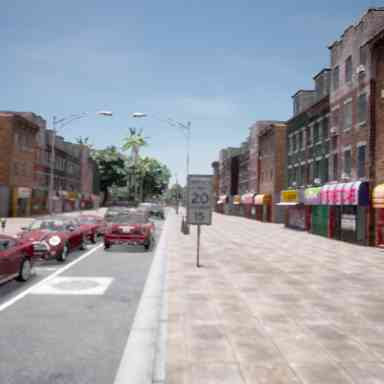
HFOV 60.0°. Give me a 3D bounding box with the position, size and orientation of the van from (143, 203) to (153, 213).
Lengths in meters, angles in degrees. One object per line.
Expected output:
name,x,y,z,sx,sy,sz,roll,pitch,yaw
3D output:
van,-8.922,3.191,67.530,1.690,1.788,3.998,2,-2,-4

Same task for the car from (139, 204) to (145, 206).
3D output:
car,-7.907,2.937,51.168,1.802,1.307,4.206,2,-2,-4

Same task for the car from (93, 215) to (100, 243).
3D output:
car,-5.862,1.952,18.464,1.887,1.381,4.507,2,-2,-4

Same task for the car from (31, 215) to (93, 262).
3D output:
car,-5.518,1.692,13.015,1.967,1.590,4.097,2,-2,-4

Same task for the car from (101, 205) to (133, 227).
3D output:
car,-6.703,2.090,30.220,2.097,1.767,4.553,2,-2,-4

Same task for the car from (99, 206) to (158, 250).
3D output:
car,-3.048,1.794,16.970,2.097,1.767,4.553,2,-2,-3

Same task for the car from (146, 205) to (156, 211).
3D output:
car,-9.609,3.731,78.425,2.008,1.369,4.403,2,-2,-4

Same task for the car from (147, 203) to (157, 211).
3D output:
car,-9.944,3.663,83.883,2.192,1.841,5.009,2,-2,-4

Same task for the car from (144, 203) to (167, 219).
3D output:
car,-4.710,2.557,43.617,2.097,1.767,4.553,2,-2,-3

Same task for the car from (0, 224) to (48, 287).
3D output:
car,-5.178,1.642,7.562,1.887,1.381,4.507,2,-2,-4

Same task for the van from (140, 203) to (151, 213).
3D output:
van,-8.581,3.026,62.078,1.690,1.788,3.998,2,-2,-4
